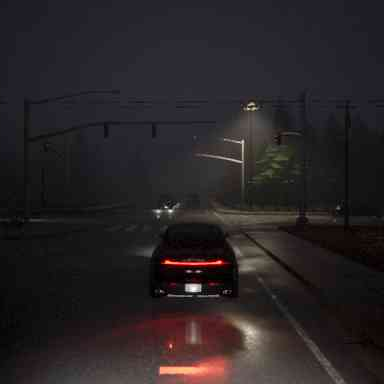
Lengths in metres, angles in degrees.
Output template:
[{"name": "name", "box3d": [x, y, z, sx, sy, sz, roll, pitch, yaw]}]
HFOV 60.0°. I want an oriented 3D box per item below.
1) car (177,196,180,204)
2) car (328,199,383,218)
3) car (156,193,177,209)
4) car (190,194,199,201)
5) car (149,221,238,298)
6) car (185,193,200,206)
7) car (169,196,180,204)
[{"name": "car", "box3d": [-3.561, 1.555, 55.841, 1.994, 1.385, 4.181, 0, 0, 0]}, {"name": "car", "box3d": [14.588, 1.374, 29.638, 4.553, 1.767, 2.097, 0, 0, 1]}, {"name": "car", "box3d": [-3.594, 1.214, 45.915, 2.150, 2.045, 5.566, 0, 0, 0]}, {"name": "car", "box3d": [0.574, 1.343, 80.928, 2.097, 1.767, 4.553, 0, 0, 2]}, {"name": "car", "box3d": [0.048, 1.500, 8.502, 1.837, 1.490, 4.892, 0, 0, 1]}, {"name": "car", "box3d": [0.114, 1.213, 53.252, 2.150, 2.045, 5.566, 0, 0, 0]}, {"name": "car", "box3d": [-3.419, 1.494, 65.911, 1.837, 1.490, 4.892, 0, 0, 1]}]
